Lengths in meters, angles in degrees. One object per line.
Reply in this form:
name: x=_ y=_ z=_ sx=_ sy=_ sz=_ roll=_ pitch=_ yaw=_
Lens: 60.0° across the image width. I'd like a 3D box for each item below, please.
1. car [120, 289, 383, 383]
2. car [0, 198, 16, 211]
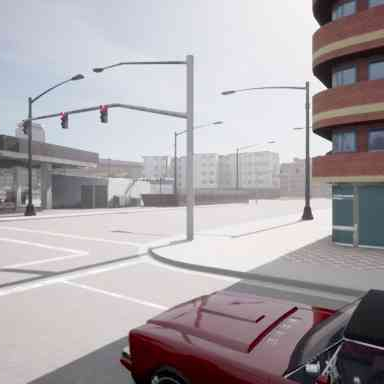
car: x=1.589 y=1.601 z=2.840 sx=4.718 sy=1.301 sz=1.895 roll=0 pitch=0 yaw=36
car: x=-22.264 y=1.456 z=38.800 sx=3.806 sy=1.475 sz=1.970 roll=0 pitch=0 yaw=36
